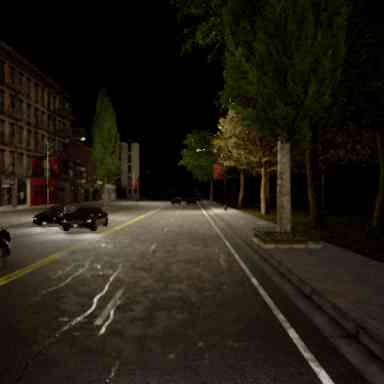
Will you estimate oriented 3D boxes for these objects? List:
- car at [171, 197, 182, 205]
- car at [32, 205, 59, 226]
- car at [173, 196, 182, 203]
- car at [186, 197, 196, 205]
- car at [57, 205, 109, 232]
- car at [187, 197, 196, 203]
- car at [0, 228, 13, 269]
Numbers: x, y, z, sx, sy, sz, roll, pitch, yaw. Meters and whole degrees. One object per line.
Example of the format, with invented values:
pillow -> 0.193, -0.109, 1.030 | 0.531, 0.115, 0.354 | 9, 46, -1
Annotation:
car -> -3.363, 1.958, 69.125 | 2.033, 1.411, 5.357 | 0, 0, 0
car -> -9.826, 1.694, 24.848 | 2.033, 1.411, 5.357 | 0, 0, 0
car -> -3.379, 1.824, 78.711 | 2.128, 1.511, 4.902 | 0, 0, 0
car -> -0.115, 1.777, 70.312 | 2.097, 1.767, 4.553 | 0, 0, 0
car -> -6.600, 1.648, 21.165 | 1.812, 1.442, 4.674 | 0, 0, 0
car -> -0.129, 1.851, 78.716 | 1.994, 1.385, 4.181 | 0, 0, 0
car -> -6.573, 1.540, 8.517 | 2.128, 1.511, 4.902 | 0, 0, 0
